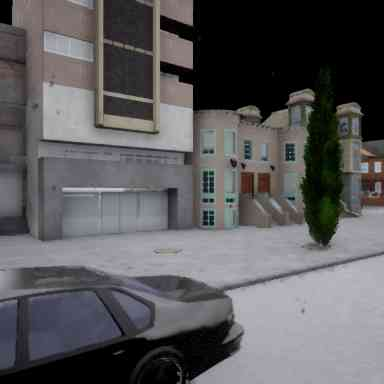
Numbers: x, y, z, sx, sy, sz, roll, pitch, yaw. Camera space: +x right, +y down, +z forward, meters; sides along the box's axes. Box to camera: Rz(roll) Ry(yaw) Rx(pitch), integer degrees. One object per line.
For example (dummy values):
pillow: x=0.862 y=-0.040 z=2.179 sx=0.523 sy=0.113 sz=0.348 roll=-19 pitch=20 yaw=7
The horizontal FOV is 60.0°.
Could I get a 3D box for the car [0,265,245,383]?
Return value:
car: x=-1.914 y=1.547 z=3.241 sx=5.357 sy=1.411 sz=2.033 roll=0 pitch=0 yaw=-36
